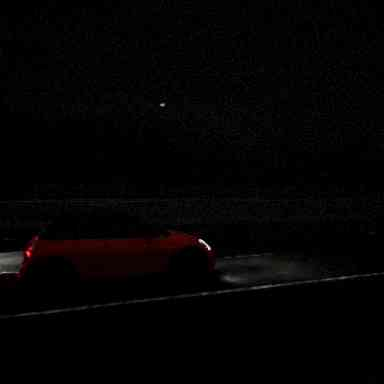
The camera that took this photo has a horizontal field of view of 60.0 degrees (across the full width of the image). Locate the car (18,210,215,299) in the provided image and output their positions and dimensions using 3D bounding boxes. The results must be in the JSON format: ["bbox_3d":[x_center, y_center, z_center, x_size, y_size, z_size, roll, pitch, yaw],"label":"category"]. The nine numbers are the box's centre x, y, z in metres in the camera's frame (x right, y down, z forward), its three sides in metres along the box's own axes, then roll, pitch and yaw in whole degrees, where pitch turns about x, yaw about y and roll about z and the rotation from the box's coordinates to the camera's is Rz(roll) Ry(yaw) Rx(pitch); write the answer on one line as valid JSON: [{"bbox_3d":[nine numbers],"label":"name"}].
[{"bbox_3d":[-1.711,1.297,8.304,4.553,1.767,2.097,0,0,-20],"label":"car"}]
